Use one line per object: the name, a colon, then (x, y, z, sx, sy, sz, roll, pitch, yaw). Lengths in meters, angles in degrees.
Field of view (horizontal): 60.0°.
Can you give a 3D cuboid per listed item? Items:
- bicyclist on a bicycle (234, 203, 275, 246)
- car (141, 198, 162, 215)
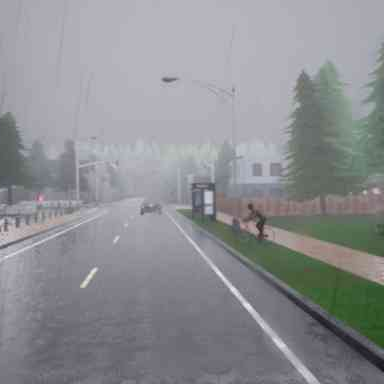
bicyclist on a bicycle: (2.413, 1.259, 12.845, 1.656, 1.620, 0.582, -1, 0, -7)
car: (-4.257, 1.417, 34.737, 2.097, 1.767, 4.553, -1, 0, -7)
